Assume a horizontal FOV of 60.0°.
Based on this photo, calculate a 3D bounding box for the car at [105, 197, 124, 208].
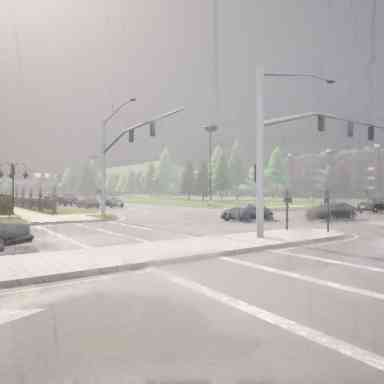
[{"bbox_3d":[-11.387,1.491,47.620,2.128,1.511,4.902,0,0,-36],"label":"car"}]

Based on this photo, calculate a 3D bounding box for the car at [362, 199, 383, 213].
[{"bbox_3d":[20.110,1.491,36.705,4.902,1.511,2.128,0,0,-35],"label":"car"}]

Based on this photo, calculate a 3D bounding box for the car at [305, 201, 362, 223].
[{"bbox_3d":[10.795,1.505,25.783,4.892,1.490,1.837,0,0,-35],"label":"car"}]

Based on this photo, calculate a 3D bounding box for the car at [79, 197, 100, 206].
[{"bbox_3d":[-17.146,1.564,55.563,1.994,1.385,4.181,0,0,-36],"label":"car"}]

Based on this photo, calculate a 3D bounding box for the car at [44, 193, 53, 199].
[{"bbox_3d":[-26.038,1.221,61.947,2.150,2.045,5.566,0,0,-35],"label":"car"}]

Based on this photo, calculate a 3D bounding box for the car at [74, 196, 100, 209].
[{"bbox_3d":[-14.192,1.601,45.524,1.895,1.301,4.718,0,0,-36],"label":"car"}]

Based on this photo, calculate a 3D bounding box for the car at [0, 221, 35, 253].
[{"bbox_3d":[-8.661,1.547,11.940,5.357,1.411,2.033,0,0,-35],"label":"car"}]

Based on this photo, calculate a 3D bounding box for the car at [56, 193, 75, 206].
[{"bbox_3d":[-19.903,1.221,53.400,2.150,2.045,5.566,0,0,-36],"label":"car"}]

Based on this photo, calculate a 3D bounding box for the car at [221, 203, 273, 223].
[{"bbox_3d":[4.205,1.564,25.390,4.181,1.385,1.994,0,0,-35],"label":"car"}]

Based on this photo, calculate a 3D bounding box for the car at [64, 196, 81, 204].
[{"bbox_3d":[-22.954,1.564,63.658,1.994,1.385,4.181,0,0,-36],"label":"car"}]
